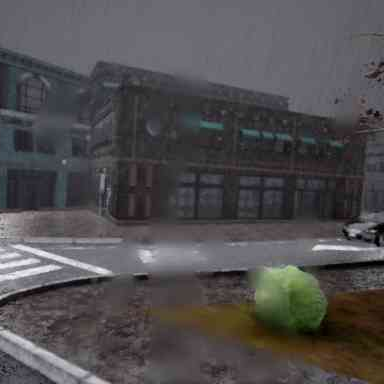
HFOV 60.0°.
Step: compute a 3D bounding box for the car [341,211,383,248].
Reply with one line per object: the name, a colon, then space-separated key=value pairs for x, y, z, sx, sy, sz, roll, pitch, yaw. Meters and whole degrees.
car: x=9.458 y=1.721 z=16.250 sx=4.902 sy=1.511 sz=2.128 roll=1 pitch=3 yaw=-28
